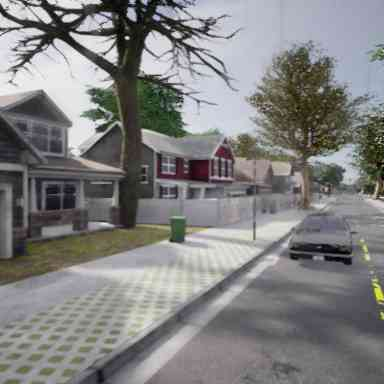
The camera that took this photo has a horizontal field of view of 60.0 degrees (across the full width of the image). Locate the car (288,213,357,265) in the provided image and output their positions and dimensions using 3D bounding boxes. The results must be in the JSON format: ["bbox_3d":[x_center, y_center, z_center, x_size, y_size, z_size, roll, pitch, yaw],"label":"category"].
[{"bbox_3d":[4.772,1.499,11.975,2.033,1.411,5.357,0,0,25],"label":"car"}]
